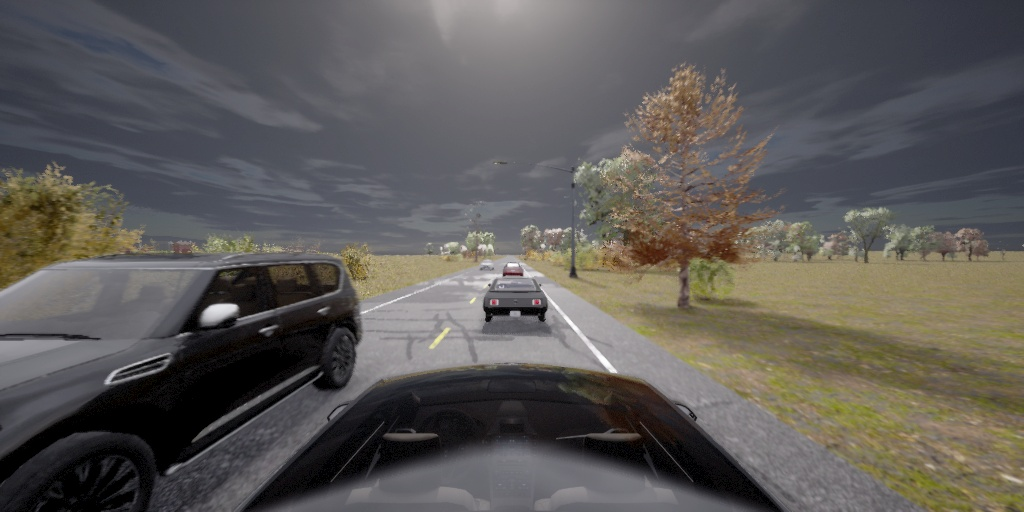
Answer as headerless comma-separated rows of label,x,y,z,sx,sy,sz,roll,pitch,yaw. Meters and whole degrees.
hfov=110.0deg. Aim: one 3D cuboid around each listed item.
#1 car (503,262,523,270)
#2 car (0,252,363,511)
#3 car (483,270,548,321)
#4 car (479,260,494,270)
car,0.092,1.308,34.859,1.994,1.385,4.181,0,0,0
car,-3.601,0.971,3.887,2.150,2.045,5.566,0,0,0
car,0.097,1.350,12.422,1.895,1.301,4.718,0,0,0
car,-3.515,1.263,51.038,1.812,1.442,4.674,0,0,0
